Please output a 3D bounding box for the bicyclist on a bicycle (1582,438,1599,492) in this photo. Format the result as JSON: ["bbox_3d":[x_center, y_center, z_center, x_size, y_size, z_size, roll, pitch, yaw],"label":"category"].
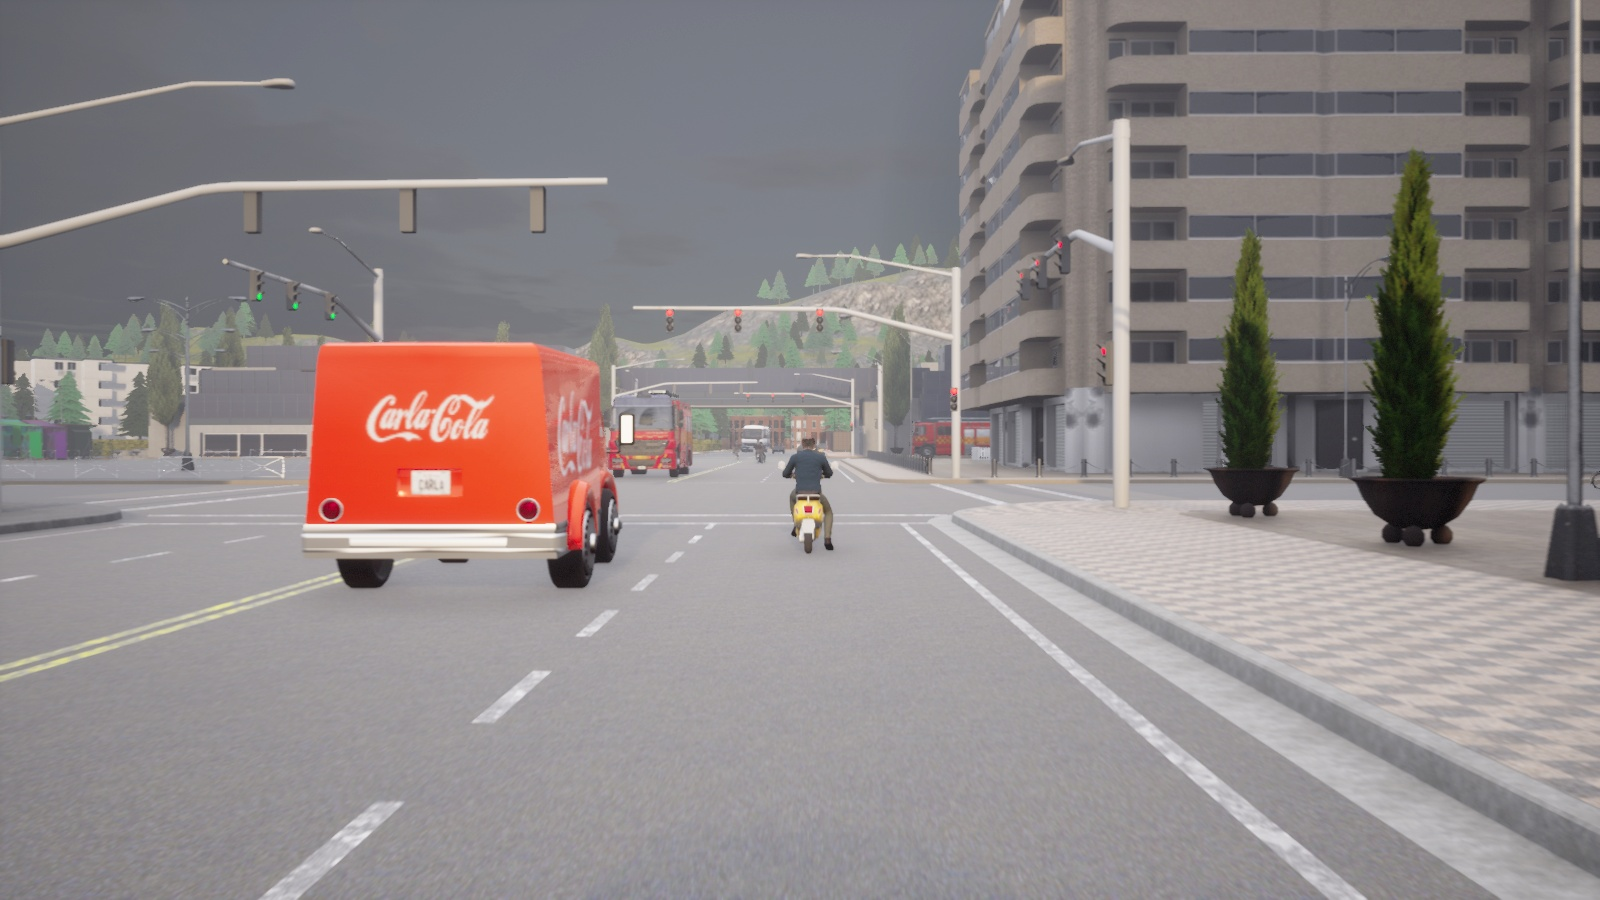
[{"bbox_3d":[24.324,0.436,37.421,1.509,1.612,0.866,0,0,1],"label":"bicyclist on a bicycle"}]

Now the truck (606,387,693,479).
[{"bbox_3d":[-6.661,-0.744,56.867,2.891,3.827,8.468,0,0,0],"label":"truck"}]

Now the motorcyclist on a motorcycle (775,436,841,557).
[{"bbox_3d":[0.114,0.602,17.391,0.866,1.590,1.817,0,0,0],"label":"motorcyclist on a motorcycle"}]

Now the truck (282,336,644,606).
[{"bbox_3d":[-3.405,0.178,14.070,2.627,2.467,5.204,0,0,0],"label":"truck"}]
